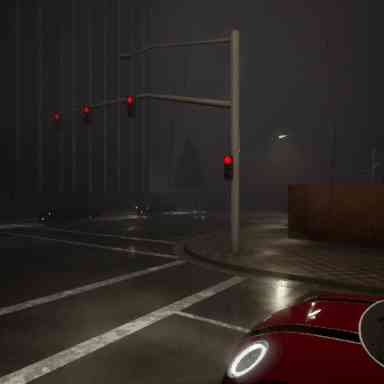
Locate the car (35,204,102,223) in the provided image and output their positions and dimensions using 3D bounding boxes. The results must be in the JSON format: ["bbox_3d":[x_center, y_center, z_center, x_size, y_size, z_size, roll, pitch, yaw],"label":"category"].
[{"bbox_3d":[-9.341,1.601,25.468,1.895,1.301,4.718,0,0,35],"label":"car"}]

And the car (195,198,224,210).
[{"bbox_3d":[2.283,1.491,41.835,2.128,1.511,4.902,0,0,36],"label":"car"}]

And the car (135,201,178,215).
[{"bbox_3d":[-3.560,1.601,33.624,1.895,1.301,4.718,0,0,35],"label":"car"}]

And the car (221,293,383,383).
[{"bbox_3d":[2.429,1.352,2.225,4.553,1.767,2.097,0,0,36],"label":"car"}]
